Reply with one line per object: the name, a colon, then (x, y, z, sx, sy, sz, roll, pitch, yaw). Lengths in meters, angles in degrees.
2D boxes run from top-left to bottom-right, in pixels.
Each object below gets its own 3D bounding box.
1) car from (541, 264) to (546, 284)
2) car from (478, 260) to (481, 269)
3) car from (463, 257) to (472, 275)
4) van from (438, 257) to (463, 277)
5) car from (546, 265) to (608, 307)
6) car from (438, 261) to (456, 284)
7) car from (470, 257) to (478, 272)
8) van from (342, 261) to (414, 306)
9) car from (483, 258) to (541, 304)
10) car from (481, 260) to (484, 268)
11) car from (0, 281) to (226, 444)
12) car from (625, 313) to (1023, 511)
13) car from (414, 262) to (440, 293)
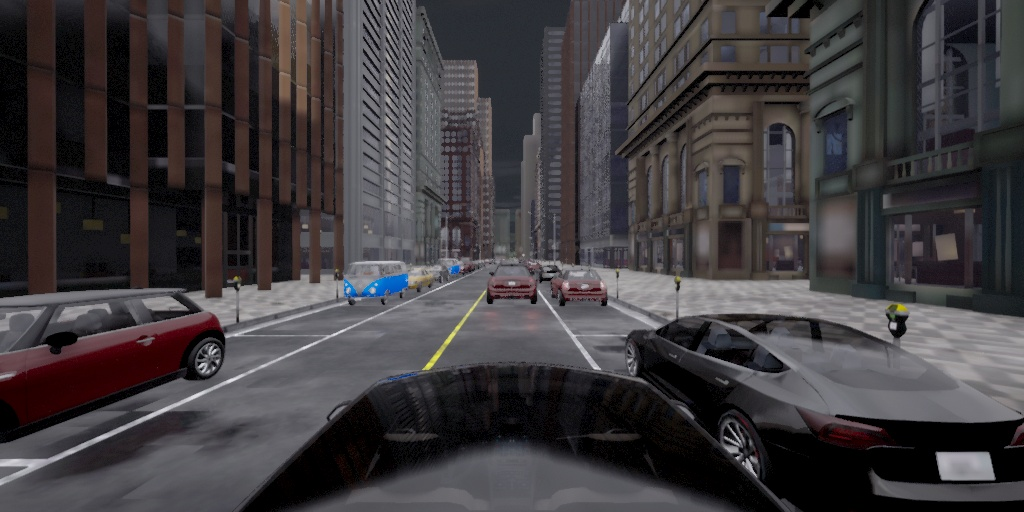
car: (2.762, 1.316, 26.805, 1.948, 1.339, 4.313, 0, 0, 0)
car: (-5.763, 1.325, 49.346, 1.948, 1.339, 4.313, 0, 0, 0)
car: (-5.763, 1.194, 38.072, 1.967, 1.591, 4.097, 0, 0, 0)
van: (-5.763, 1.093, 32.435, 1.690, 1.789, 3.998, 0, 0, 0)
car: (2.762, 1.188, 15.533, 1.967, 1.591, 4.097, 0, 0, 0)
car: (-5.763, 1.301, 26.798, 2.007, 1.370, 4.403, 0, 0, 0)
car: (-5.763, 1.071, 43.709, 2.192, 1.841, 5.009, 0, 0, 0)
van: (-5.763, 1.089, 15.526, 1.690, 1.789, 3.998, 0, 0, 0)
car: (0.000, 1.115, 16.470, 2.097, 1.767, 4.553, 0, 0, 0)
car: (-5.763, 1.327, 54.982, 1.948, 1.339, 4.313, 0, 0, 0)
car: (-5.763, 1.188, 4.253, 1.967, 1.591, 4.097, 0, 0, 0)
car: (2.762, 1.314, 4.261, 1.948, 1.339, 4.313, 0, 0, 0)
car: (-5.763, 1.274, 20.993, 1.751, 1.417, 4.829, 0, 0, 0)
